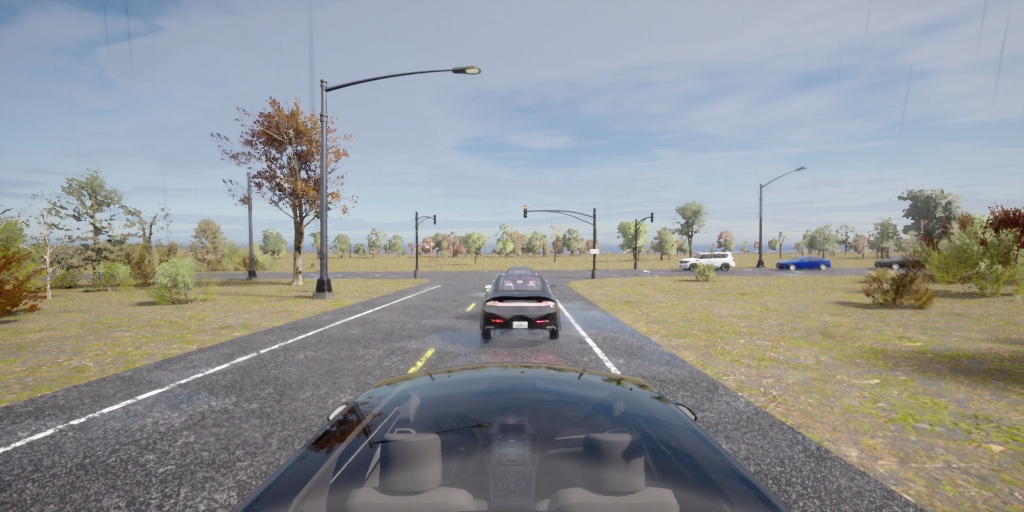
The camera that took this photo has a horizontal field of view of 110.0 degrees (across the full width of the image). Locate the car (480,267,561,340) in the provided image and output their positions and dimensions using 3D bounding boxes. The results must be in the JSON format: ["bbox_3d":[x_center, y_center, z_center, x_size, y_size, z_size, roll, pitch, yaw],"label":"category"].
[{"bbox_3d":[0.220,1.235,9.969,2.128,1.511,4.902,0,0,1],"label":"car"}]

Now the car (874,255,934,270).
[{"bbox_3d":[41.568,0.671,38.012,5.008,1.535,1.882,-1,1,5],"label":"car"}]

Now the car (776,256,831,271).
[{"bbox_3d":[31.545,0.776,38.908,5.008,1.535,1.882,-1,1,5],"label":"car"}]

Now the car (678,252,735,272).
[{"bbox_3d":[21.548,0.629,39.791,5.566,2.045,2.150,-1,1,5],"label":"car"}]

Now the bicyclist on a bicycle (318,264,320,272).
[{"bbox_3d":[-25.343,1.326,47.868,0.582,1.620,1.656,-1,0,5],"label":"bicyclist on a bicycle"}]
